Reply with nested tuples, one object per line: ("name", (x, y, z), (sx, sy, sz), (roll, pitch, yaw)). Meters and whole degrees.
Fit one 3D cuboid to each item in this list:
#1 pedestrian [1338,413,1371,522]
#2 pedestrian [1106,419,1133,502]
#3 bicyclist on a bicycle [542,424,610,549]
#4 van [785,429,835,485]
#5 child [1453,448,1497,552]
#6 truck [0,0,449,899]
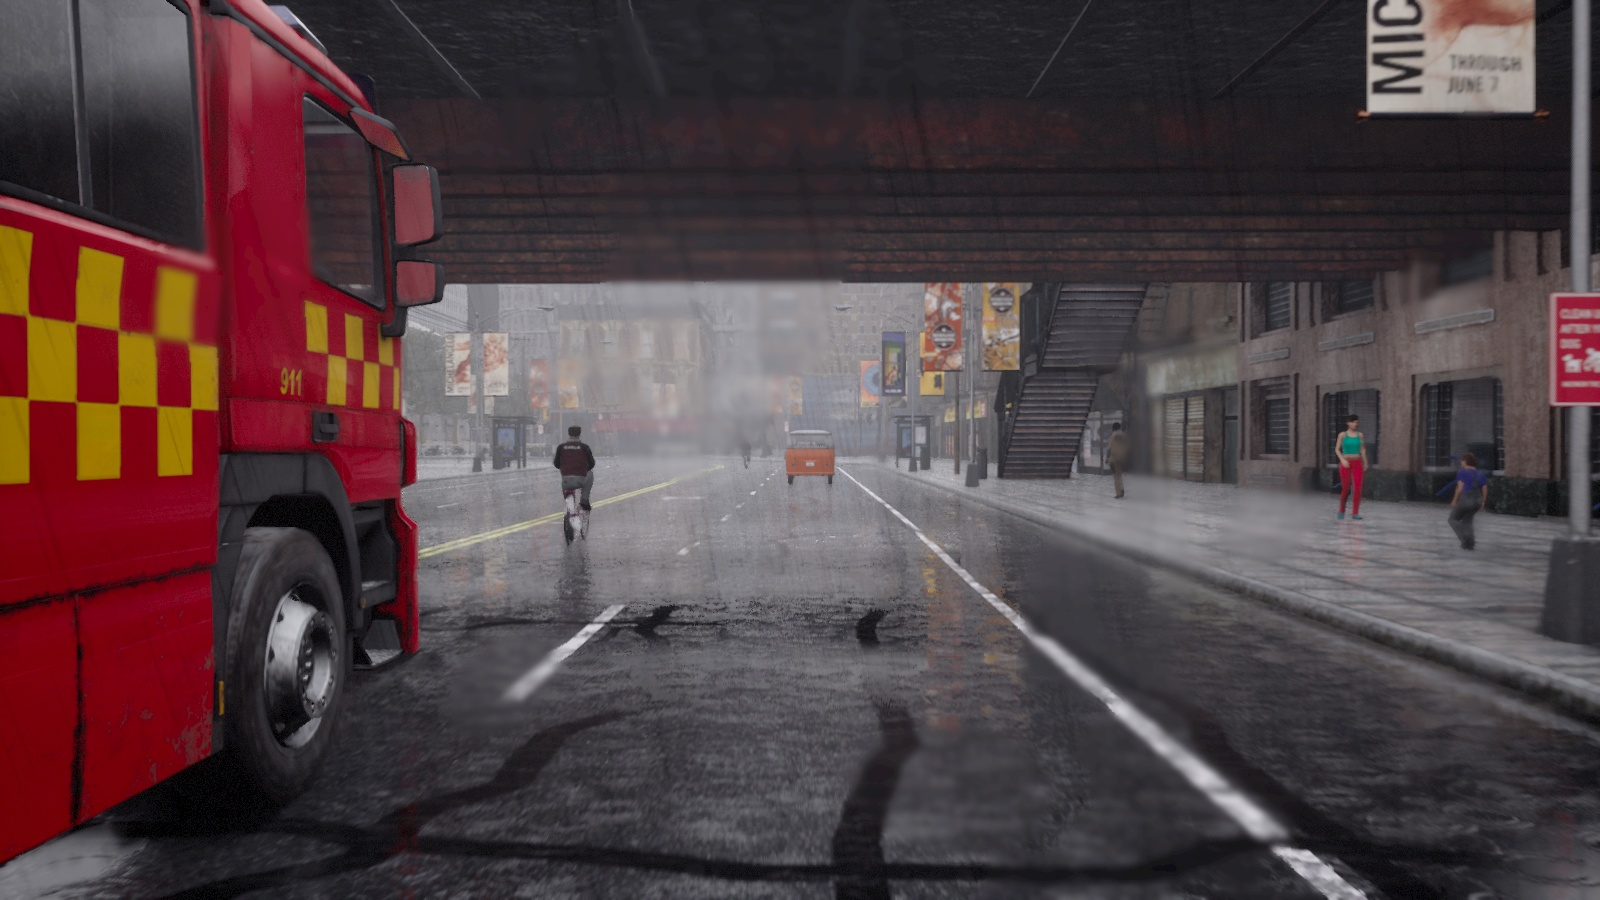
("pedestrian", (9.490, 0.290, 21.498), (0.345, 1.836, 0.594), (0, 0, 7))
("pedestrian", (7.506, 0.243, 29.532), (0.396, 1.930, 0.692), (0, 0, -7))
("bicyclist on a bicycle", (-3.313, 0.509, 18.720), (0.659, 1.776, 1.843), (0, 1, 1))
("van", (0.401, 0.235, 46.990), (1.775, 1.987, 4.442), (0, 0, 1))
("child", (8.318, 0.603, 15.480), (0.270, 1.263, 0.437), (0, 0, -8))
("truck", (-3.467, -0.437, 2.918), (2.891, 3.827, 8.468), (0, 0, 0))
